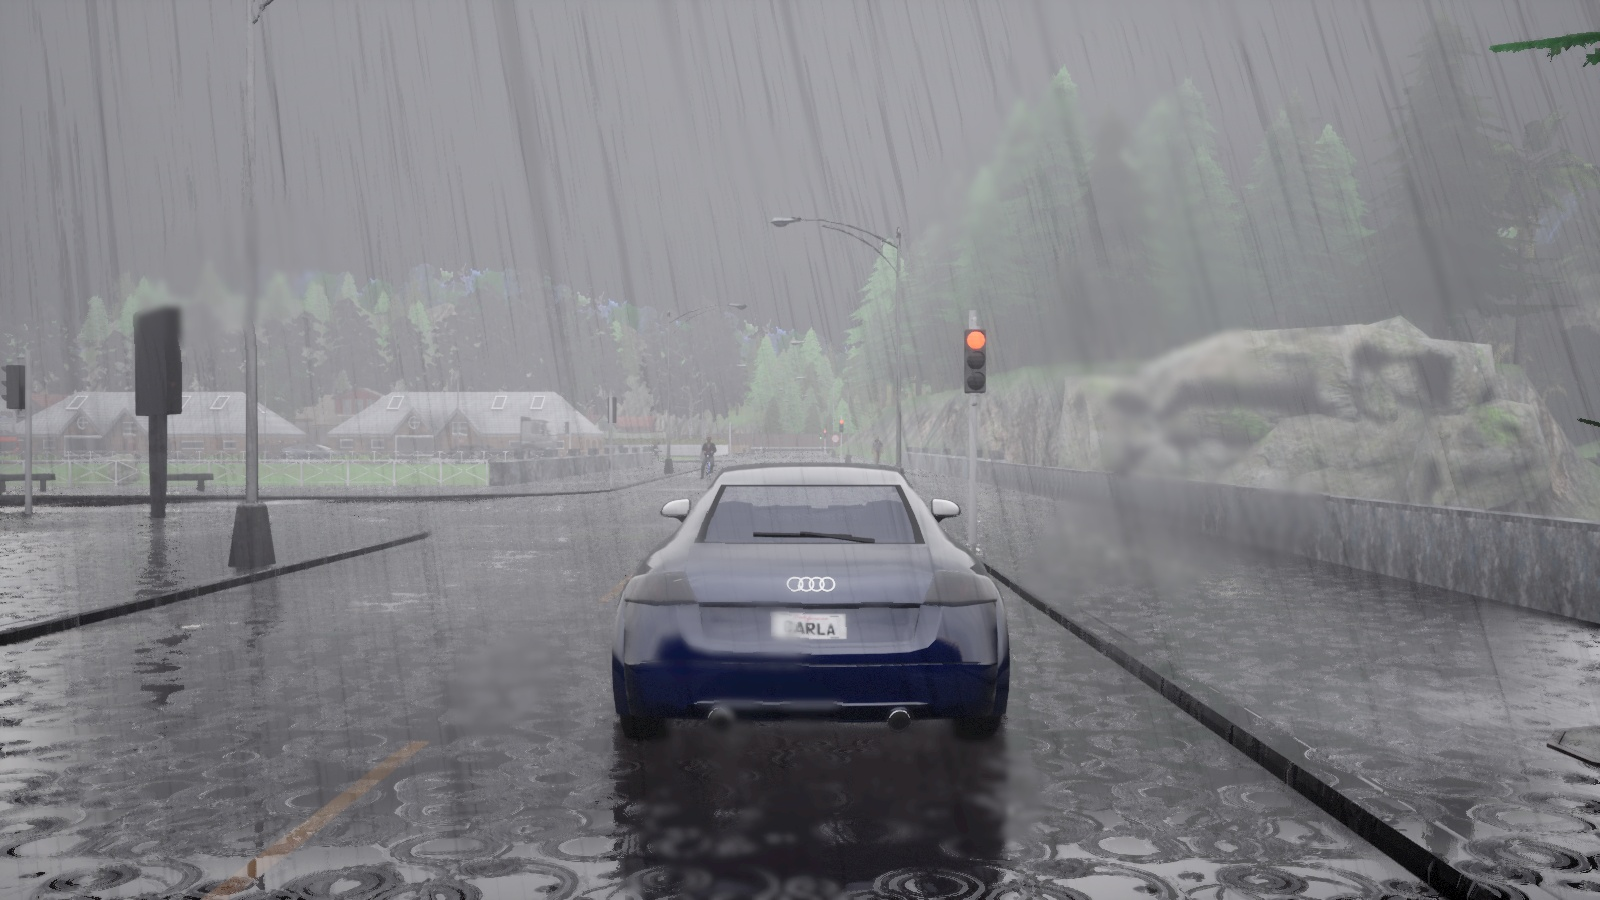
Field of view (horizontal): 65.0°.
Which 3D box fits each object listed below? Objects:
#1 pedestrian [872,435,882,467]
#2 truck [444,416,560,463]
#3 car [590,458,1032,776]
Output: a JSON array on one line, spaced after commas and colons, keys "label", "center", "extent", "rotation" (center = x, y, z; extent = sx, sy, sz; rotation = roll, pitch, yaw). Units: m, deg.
[{"label": "pedestrian", "center": [4.426, 0.052, 72.266], "extent": [0.540, 1.848, 0.694], "rotation": [0, 0, 1]}, {"label": "truck", "center": [-22.007, -0.779, 93.102], "extent": [7.936, 3.462, 2.891], "rotation": [0, 0, 0]}, {"label": "car", "center": [0.066, 0.767, 7.763], "extent": [1.994, 1.385, 4.181], "rotation": [0, 0, 1]}]
